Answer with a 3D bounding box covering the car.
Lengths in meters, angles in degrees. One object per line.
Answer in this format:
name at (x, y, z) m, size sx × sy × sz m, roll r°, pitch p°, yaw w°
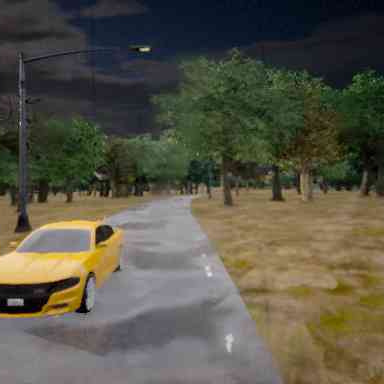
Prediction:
car at (-2.827, 1.437, 7.702) m, size 1.882 × 1.535 × 5.008 m, roll 0°, pitch 0°, yaw -2°
